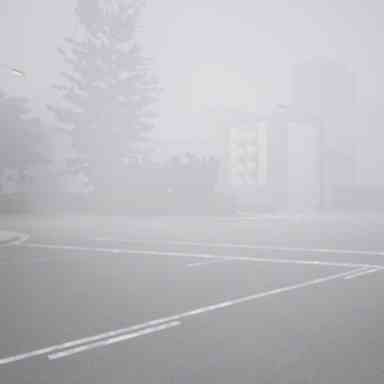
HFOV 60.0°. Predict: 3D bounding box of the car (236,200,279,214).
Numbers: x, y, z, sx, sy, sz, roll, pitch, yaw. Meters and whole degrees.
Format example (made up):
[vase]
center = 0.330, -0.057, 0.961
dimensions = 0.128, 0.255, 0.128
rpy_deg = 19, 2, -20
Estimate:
[car]
center = 7.008, 1.575, 35.804
dimensions = 1.895, 1.301, 4.718
rpy_deg = 0, 0, -35
